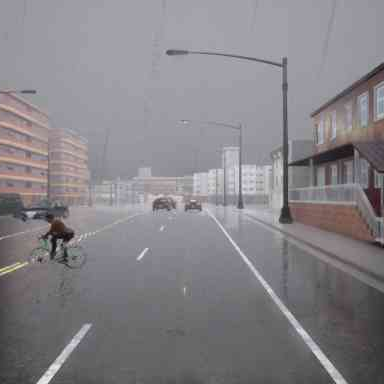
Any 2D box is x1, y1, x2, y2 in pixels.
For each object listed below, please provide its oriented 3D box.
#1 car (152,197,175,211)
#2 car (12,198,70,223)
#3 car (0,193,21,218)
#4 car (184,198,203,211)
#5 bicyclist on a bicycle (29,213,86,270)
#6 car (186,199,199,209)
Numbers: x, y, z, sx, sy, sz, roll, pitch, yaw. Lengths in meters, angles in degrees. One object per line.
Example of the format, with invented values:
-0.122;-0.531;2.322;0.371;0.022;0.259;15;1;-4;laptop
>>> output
-3.428;1.404;38.635;1.882;1.535;5.008;0;-1;1;car
-10.515;1.323;24.154;2.128;1.511;4.902;0;0;1;car
-14.023;1.058;23.396;2.150;2.045;5.566;0;0;1;car
0.132;1.440;37.900;1.812;1.442;4.674;0;-1;0;car
-3.855;1.434;9.473;1.656;1.620;0.582;-2;0;0;bicyclist on a bicycle
0.070;1.690;48.068;1.812;1.442;4.674;0;-2;1;car
